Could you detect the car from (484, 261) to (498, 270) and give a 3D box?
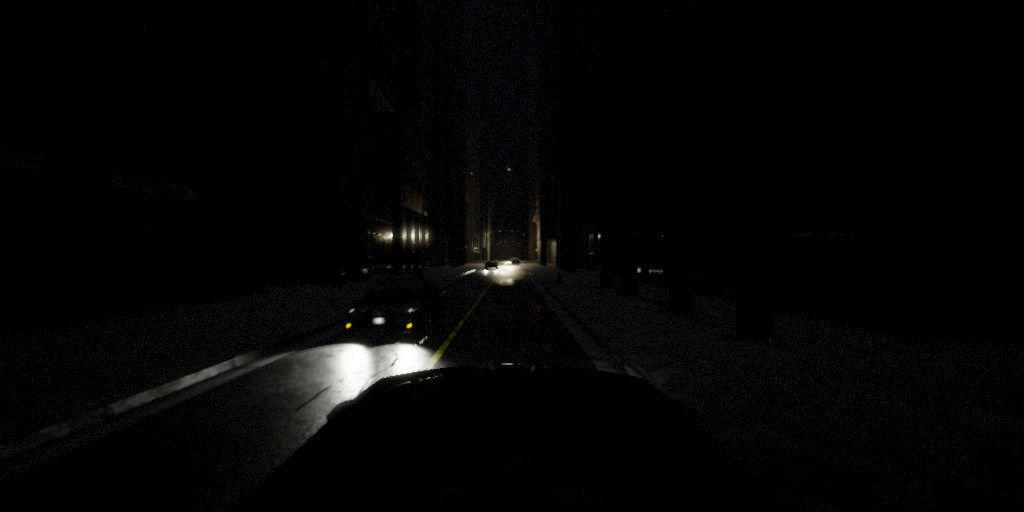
[{"bbox_3d":[-3.050,1.330,53.295,1.895,1.301,4.718,0,0,1],"label":"car"}]

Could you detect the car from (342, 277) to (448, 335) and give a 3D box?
[{"bbox_3d":[-3.097,1.309,10.311,1.994,1.385,4.181,0,0,0],"label":"car"}]
